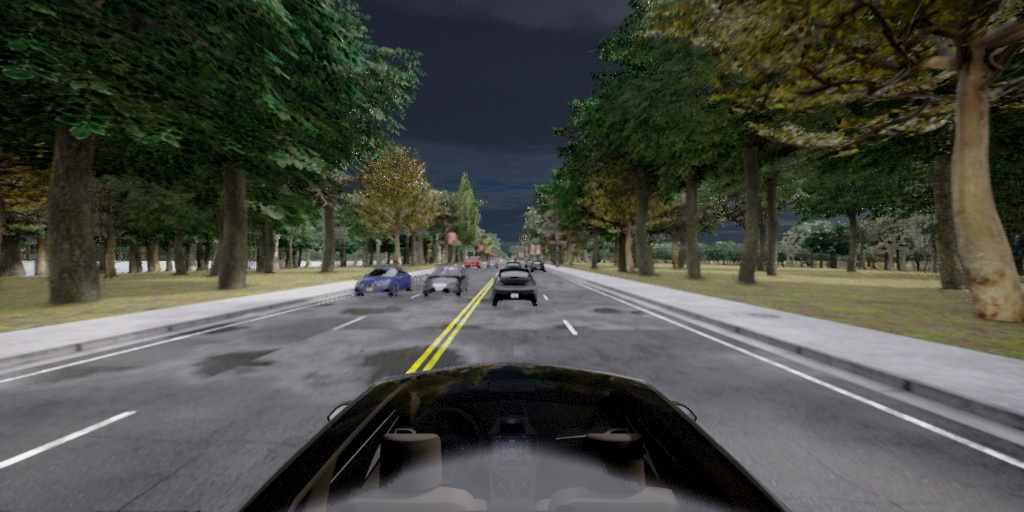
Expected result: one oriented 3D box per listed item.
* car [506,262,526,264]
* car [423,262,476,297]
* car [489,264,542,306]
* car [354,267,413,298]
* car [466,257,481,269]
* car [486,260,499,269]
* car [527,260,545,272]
[{"bbox_3d":[0.119,1.302,34.061,1.837,1.490,4.892,0,0,0],"label":"car"},{"bbox_3d":[-3.337,1.262,18.924,2.128,1.511,4.902,0,0,0],"label":"car"},{"bbox_3d":[0.108,1.270,15.992,1.837,1.490,4.892,0,0,0],"label":"car"},{"bbox_3d":[-6.588,1.296,18.944,1.812,1.442,4.674,0,0,0],"label":"car"},{"bbox_3d":[-6.495,1.109,60.776,2.150,2.045,5.566,0,0,1],"label":"car"},{"bbox_3d":[-3.249,1.376,60.909,2.128,1.511,4.902,0,0,1],"label":"car"},{"bbox_3d":[3.381,1.360,47.904,1.812,1.442,4.674,0,0,0],"label":"car"}]
